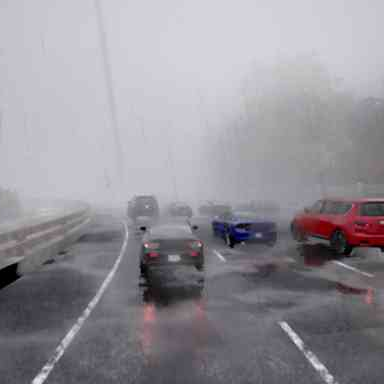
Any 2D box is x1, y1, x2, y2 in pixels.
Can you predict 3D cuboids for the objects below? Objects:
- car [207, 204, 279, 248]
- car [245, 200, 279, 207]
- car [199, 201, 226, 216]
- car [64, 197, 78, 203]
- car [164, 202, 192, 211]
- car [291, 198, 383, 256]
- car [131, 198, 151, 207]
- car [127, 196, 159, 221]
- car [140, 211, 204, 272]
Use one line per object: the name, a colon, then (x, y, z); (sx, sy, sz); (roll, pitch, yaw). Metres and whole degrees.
car: (2.201, 1.522, 15.188); (1.882, 1.535, 5.008); (0, 0, -8)
car: (6.325, 1.535, 33.143); (1.882, 1.535, 5.008); (-1, 0, -38)
car: (2.092, 1.579, 31.695); (1.882, 1.535, 5.008); (0, 0, -16)
car: (-30.290, 1.880, 83.120); (5.008, 1.535, 1.882); (0, 0, 44)
car: (-1.316, 1.638, 30.927); (1.812, 1.442, 4.674); (0, 0, -16)
car: (6.028, 1.245, 13.406); (2.150, 2.045, 5.566); (0, 0, -8)
car: (-8.669, 1.755, 56.291); (1.994, 1.385, 4.181); (0, 0, -31)
car: (-4.286, 1.338, 28.792); (2.150, 2.045, 5.566); (0, 0, -16)
car: (-0.725, 1.566, 10.934); (1.812, 1.442, 4.674); (0, 0, -6)
